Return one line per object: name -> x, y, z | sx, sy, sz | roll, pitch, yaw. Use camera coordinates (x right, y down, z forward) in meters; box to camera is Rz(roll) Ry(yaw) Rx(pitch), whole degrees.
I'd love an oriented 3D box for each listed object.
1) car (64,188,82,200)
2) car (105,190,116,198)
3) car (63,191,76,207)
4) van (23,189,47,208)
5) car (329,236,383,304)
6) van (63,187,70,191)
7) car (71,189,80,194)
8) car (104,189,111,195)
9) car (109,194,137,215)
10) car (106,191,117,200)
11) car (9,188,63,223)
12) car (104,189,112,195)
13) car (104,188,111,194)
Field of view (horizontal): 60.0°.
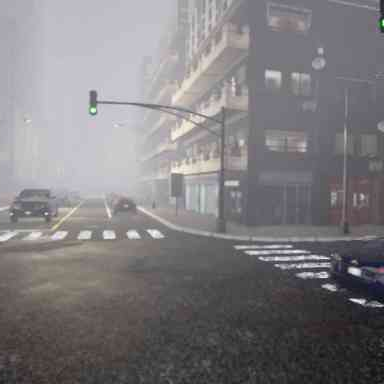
car -> -18.295, 0.537, 52.030 | 2.033, 1.411, 5.357 | 0, 1, -15
car -> -15.694, 0.387, 64.110 | 1.887, 1.381, 4.507 | 0, 1, -15
car -> -13.614, 0.859, 34.792 | 1.994, 1.385, 4.181 | 0, 1, -15
van -> -16.268, 0.609, 34.628 | 1.690, 1.788, 3.998 | 0, 1, -15
car -> 5.274, 1.661, 7.428 | 4.181, 1.385, 1.994 | 2, 1, -16
van -> -22.271, 0.221, 56.430 | 1.690, 1.788, 3.998 | 0, 1, -15
car -> -31.278, -0.131, 89.139 | 1.947, 1.339, 4.313 | 0, 1, -15
car -> -12.693, 0.586, 53.210 | 2.008, 1.369, 4.403 | 0, 1, -15
car -> -5.545, 1.064, 27.250 | 1.947, 1.339, 4.313 | 0, 1, -15
car -> -8.190, 0.871, 36.858 | 1.887, 1.381, 4.507 | 0, 1, -15
car -> -9.895, 0.759, 21.275 | 2.150, 2.045, 5.566 | 0, 1, -15
car -> -21.698, 0.024, 85.913 | 1.947, 1.339, 4.313 | 0, 1, -15
car -> -23.198, -0.198, 91.362 | 1.967, 1.590, 4.097 | 0, 1, -15
